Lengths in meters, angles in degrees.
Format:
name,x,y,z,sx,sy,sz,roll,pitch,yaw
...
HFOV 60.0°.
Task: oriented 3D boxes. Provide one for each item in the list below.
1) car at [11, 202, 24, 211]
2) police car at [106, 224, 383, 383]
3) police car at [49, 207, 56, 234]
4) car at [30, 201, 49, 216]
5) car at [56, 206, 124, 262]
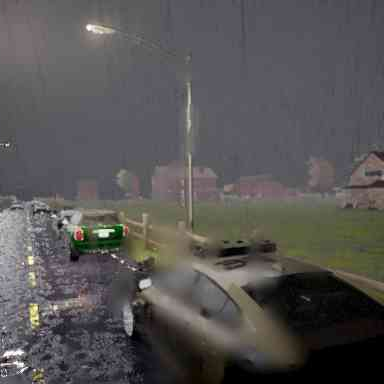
name,x,y,z,sx,sy,sz,roll,pitch,yaw
car,-27.372,2.239,52.242,2.033,1.411,5.357,0,-1,-26
police car,0.481,1.447,4.245,1.930,1.638,5.238,0,0,-26
police car,-6.641,1.616,18.571,1.930,1.638,5.238,0,0,-26
car,-17.883,2.073,39.428,1.895,1.301,4.718,0,-1,-26
car,-3.909,1.477,13.074,2.097,1.767,4.553,0,0,-26
